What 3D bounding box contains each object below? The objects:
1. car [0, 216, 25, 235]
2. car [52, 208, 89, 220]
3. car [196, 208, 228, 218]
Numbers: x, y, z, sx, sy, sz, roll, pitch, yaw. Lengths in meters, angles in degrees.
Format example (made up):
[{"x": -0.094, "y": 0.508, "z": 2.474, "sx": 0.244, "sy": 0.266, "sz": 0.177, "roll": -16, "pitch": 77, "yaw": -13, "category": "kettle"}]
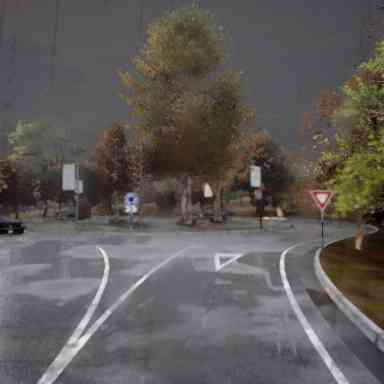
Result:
[{"x": -13.254, "y": 2.278, "z": 22.583, "sx": 4.718, "sy": 1.301, "sz": 1.895, "roll": -2, "pitch": -3, "yaw": 38, "category": "car"}, {"x": -16.510, "y": 2.996, "z": 45.369, "sx": 2.128, "sy": 1.511, "sz": 4.902, "roll": -2, "pitch": -2, "yaw": 38, "category": "car"}, {"x": 3.063, "y": 3.273, "z": 51.034, "sx": 4.892, "sy": 1.490, "sz": 1.837, "roll": 0, "pitch": -2, "yaw": 22, "category": "car"}]
